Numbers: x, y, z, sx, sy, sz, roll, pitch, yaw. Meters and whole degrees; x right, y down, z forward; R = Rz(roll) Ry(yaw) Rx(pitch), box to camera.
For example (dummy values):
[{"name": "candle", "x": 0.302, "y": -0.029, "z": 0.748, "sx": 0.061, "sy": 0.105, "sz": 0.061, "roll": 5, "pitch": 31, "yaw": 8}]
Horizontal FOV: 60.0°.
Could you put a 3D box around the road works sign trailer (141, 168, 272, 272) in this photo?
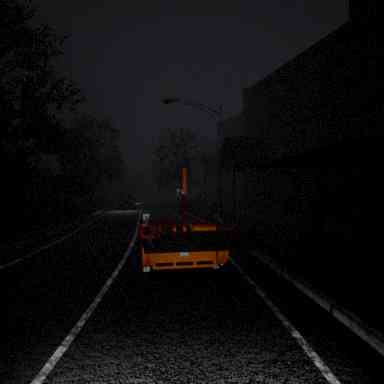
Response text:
[{"name": "road works sign trailer", "x": 0.028, "y": 0.791, "z": 7.719, "sx": 2.380, "sy": 2.880, "sz": 3.560, "roll": 0, "pitch": 0, "yaw": -10}]

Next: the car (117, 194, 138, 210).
[{"name": "car", "x": -8.507, "y": 1.231, "z": 43.319, "sx": 2.150, "sy": 2.045, "sz": 5.566, "roll": -1, "pitch": 0, "yaw": -8}]
